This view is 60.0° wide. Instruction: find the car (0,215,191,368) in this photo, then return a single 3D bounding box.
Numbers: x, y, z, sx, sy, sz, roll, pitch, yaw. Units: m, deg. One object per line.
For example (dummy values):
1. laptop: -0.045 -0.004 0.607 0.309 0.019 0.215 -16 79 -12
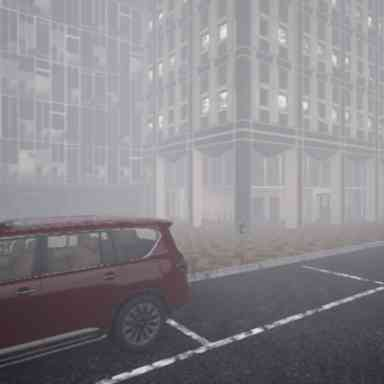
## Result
1. car: -2.336 1.310 4.596 5.009 1.841 2.192 0 0 -35
